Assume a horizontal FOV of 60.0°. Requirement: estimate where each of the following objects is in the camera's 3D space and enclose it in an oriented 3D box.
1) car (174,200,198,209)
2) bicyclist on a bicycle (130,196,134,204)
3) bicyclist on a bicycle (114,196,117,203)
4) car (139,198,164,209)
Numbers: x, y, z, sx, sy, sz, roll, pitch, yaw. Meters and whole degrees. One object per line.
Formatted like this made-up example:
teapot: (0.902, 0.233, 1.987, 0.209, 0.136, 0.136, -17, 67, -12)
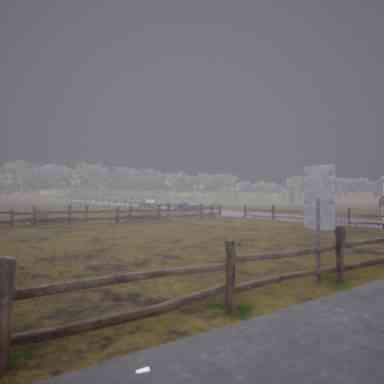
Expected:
car: (-0.995, 1.946, 52.748, 2.128, 1.511, 4.902, -1, 1, -35)
bicyclist on a bicycle: (-12.772, 1.796, 70.669, 0.659, 1.776, 1.843, -1, 1, -35)
bicyclist on a bicycle: (-17.974, 1.854, 78.016, 0.866, 1.612, 1.509, -1, 0, -35)
car: (-6.533, 2.005, 55.745, 1.812, 1.442, 4.674, -1, 0, -35)
